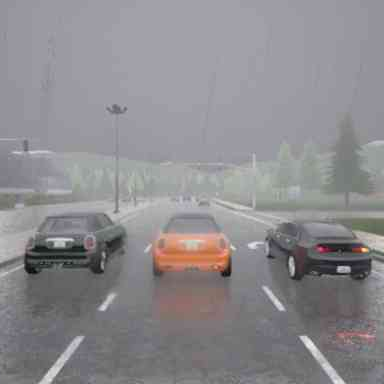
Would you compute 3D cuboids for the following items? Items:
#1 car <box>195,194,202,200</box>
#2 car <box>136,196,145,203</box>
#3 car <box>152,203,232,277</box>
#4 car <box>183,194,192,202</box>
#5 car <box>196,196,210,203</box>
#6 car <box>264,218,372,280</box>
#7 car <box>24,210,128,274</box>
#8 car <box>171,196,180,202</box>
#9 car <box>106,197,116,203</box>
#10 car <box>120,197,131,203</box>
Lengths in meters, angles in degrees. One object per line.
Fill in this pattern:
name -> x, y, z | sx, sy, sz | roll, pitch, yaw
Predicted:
car -> 2.182, 1.991, 91.055 | 1.812, 1.442, 4.674 | 0, 0, 0
car -> -12.815, 1.779, 82.058 | 2.097, 1.767, 4.553 | 0, 0, 0
car -> 0.005, 1.407, 10.589 | 2.097, 1.767, 4.553 | 0, 0, 0
car -> -1.318, 1.690, 90.721 | 2.150, 2.045, 5.566 | 0, 0, 0
car -> 2.193, 1.834, 59.677 | 1.812, 1.442, 4.674 | 0, 0, 0
car -> 3.503, 1.557, 10.091 | 1.837, 1.490, 4.892 | 0, 0, 0
car -> -3.495, 1.409, 10.913 | 2.097, 1.767, 4.553 | 0, 0, 0
car -> -4.818, 1.965, 90.983 | 1.837, 1.490, 4.892 | 0, 0, 0
car -> -19.815, 1.949, 82.020 | 2.128, 1.511, 4.902 | 0, 0, 0
car -> -16.315, 1.977, 82.024 | 1.994, 1.385, 4.181 | 0, 0, 0
